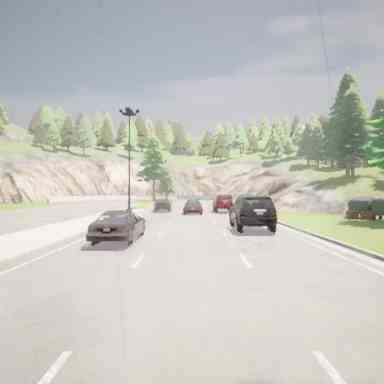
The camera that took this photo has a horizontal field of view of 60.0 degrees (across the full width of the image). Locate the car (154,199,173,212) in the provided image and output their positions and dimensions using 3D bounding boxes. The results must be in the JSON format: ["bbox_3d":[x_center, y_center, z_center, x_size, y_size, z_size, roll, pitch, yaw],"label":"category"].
[{"bbox_3d":[-3.394,1.552,39.338,1.837,1.490,4.892,0,0,0],"label":"car"}]

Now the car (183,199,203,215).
[{"bbox_3d":[0.099,1.606,34.671,1.994,1.385,4.181,0,0,0],"label":"car"}]

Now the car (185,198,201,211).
[{"bbox_3d":[0.144,1.601,43.938,2.033,1.411,5.357,0,0,1],"label":"car"}]

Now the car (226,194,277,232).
[{"bbox_3d":[3.601,1.246,20.291,2.150,2.045,5.566,0,0,0],"label":"car"}]

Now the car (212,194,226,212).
[{"bbox_3d":[3.605,1.268,38.768,2.150,2.045,5.566,0,0,0],"label":"car"}]

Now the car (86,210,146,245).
[{"bbox_3d":[-3.399,1.566,15.708,2.033,1.411,5.357,0,0,0],"label":"car"}]
